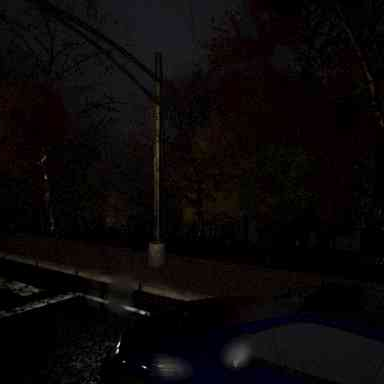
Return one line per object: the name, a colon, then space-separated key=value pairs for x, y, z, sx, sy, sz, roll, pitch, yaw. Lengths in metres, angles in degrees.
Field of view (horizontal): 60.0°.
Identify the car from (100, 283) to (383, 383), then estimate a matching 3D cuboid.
car: x=1.135 y=1.564 z=2.873 sx=4.181 sy=1.385 sz=1.994 roll=0 pitch=0 yaw=35
